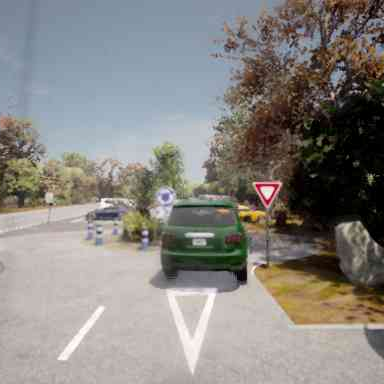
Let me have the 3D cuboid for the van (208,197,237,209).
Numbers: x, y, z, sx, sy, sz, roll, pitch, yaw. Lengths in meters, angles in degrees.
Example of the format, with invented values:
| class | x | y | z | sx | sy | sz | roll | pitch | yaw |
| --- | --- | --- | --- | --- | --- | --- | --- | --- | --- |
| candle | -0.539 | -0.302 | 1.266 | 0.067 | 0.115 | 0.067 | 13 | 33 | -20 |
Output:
| class | x | y | z | sx | sy | sz | roll | pitch | yaw |
| --- | --- | --- | --- | --- | --- | --- | --- | --- | --- |
| van | 4.855 | 1.738 | 53.544 | 4.442 | 1.987 | 1.878 | 0 | 0 | 0 |

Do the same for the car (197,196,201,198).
| class | x | y | z | sx | sy | sz | roll | pitch | yaw |
| --- | --- | --- | --- | --- | --- | --- | --- | --- | --- |
| car | -0.191 | 1.872 | 47.269 | 2.097 | 1.767 | 4.553 | 0 | 0 | -1 |

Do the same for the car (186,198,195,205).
| class | x | y | z | sx | sy | sz | roll | pitch | yaw |
| --- | --- | --- | --- | --- | --- | --- | --- | --- | --- |
| car | -0.316 | 1.991 | 72.579 | 1.837 | 1.490 | 4.892 | 0 | 0 | 0 |

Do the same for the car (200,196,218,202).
| class | x | y | z | sx | sy | sz | roll | pitch | yaw |
| --- | --- | --- | --- | --- | --- | --- | --- | --- | --- |
| car | 4.703 | 2.018 | 92.196 | 5.008 | 1.535 | 2.097 | 0 | 0 | 0 |

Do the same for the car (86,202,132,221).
| class | x | y | z | sx | sy | sz | roll | pitch | yaw |
| --- | --- | --- | --- | --- | --- | --- | --- | --- | --- |
| car | -8.356 | 2.113 | 34.023 | 4.792 | 1.488 | 2.163 | 0 | 0 | 0 |

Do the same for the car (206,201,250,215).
| class | x | y | z | sx | sy | sz | roll | pitch | yaw |
| --- | --- | --- | --- | --- | --- | --- | --- | --- | --- |
| car | 4.561 | 2.029 | 42.342 | 5.366 | 1.575 | 1.946 | 0 | 0 | 0 |

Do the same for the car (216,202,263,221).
| class | x | y | z | sx | sy | sz | roll | pitch | yaw |
| --- | --- | --- | --- | --- | --- | --- | --- | --- | --- |
| car | 4.784 | 1.958 | 34.156 | 4.553 | 1.767 | 2.185 | 0 | 0 | 0 |

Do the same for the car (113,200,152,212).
| class | x | y | z | sx | sy | sz | roll | pitch | yaw |
| --- | --- | --- | --- | --- | --- | --- | --- | --- | --- |
| car | -8.523 | 1.993 | 47.903 | 5.366 | 1.575 | 1.946 | 0 | 0 | 0 |

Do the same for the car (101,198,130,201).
| class | x | y | z | sx | sy | sz | roll | pitch | yaw |
| --- | --- | --- | --- | --- | --- | --- | --- | --- | --- |
| car | -8.303 | 1.797 | 39.573 | 5.566 | 2.045 | 2.435 | 0 | 0 | 0 |

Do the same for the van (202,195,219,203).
| class | x | y | z | sx | sy | sz | roll | pitch | yaw |
| --- | --- | --- | --- | --- | --- | --- | --- | --- | --- |
| van | 4.829 | 1.779 | 86.781 | 4.442 | 1.987 | 1.878 | 0 | 0 | 0 |

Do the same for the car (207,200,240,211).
| class | x | y | z | sx | sy | sz | roll | pitch | yaw |
| --- | --- | --- | --- | --- | --- | --- | --- | --- | --- |
| car | 4.712 | 2.009 | 50.651 | 4.792 | 1.488 | 2.163 | 0 | 0 | 0 |

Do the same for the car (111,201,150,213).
| class | x | y | z | sx | sy | sz | roll | pitch | yaw |
| --- | --- | --- | --- | --- | --- | --- | --- | --- | --- |
| car | -8.329 | 2.014 | 45.128 | 4.892 | 1.521 | 2.231 | 0 | 0 | 0 |

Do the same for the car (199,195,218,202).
| class | x | y | z | sx | sy | sz | roll | pitch | yaw |
| --- | --- | --- | --- | --- | --- | --- | --- | --- | --- |
| car | 4.678 | 1.774 | 95.091 | 5.566 | 2.045 | 2.435 | 0 | 0 | 0 |

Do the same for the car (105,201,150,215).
| class | x | y | z | sx | sy | sz | roll | pitch | yaw |
| --- | --- | --- | --- | --- | --- | --- | --- | --- | --- |
| car | -8.148 | 2.028 | 42.351 | 5.366 | 1.575 | 1.946 | 0 | 0 | 0 |

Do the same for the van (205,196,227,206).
| class | x | y | z | sx | sy | sz | roll | pitch | yaw |
| --- | --- | --- | --- | --- | --- | --- | --- | --- | --- |
| van | 4.844 | 1.732 | 67.264 | 4.442 | 1.987 | 1.878 | 0 | 0 | 0 |

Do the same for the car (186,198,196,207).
| class | x | y | z | sx | sy | sz | roll | pitch | yaw |
| --- | --- | --- | --- | --- | --- | --- | --- | --- | --- |
| car | -0.208 | 1.945 | 60.840 | 1.882 | 1.535 | 5.008 | 0 | 0 | 0 |

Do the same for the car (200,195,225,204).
| class | x | y | z | sx | sy | sz | roll | pitch | yaw |
| --- | --- | --- | --- | --- | --- | --- | --- | --- | --- |
| car | 4.693 | 1.727 | 75.574 | 5.566 | 2.045 | 2.435 | 0 | 0 | 0 |

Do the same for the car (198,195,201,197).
| class | x | y | z | sx | sy | sz | roll | pitch | yaw |
| --- | --- | --- | --- | --- | --- | --- | --- | --- | --- |
| car | 4.695 | 1.720 | 72.804 | 5.566 | 2.045 | 2.435 | 0 | 0 | 0 |

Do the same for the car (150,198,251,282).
| class | x | y | z | sx | sy | sz | roll | pitch | yaw |
| --- | --- | --- | --- | --- | --- | --- | --- | --- | --- |
| car | 0.621 | 1.290 | 10.193 | 2.150 | 2.045 | 5.566 | -1 | -1 | 10 |

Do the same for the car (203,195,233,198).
| class | x | y | z | sx | sy | sz | roll | pitch | yaw |
| --- | --- | --- | --- | --- | --- | --- | --- | --- | --- |
| car | 4.771 | 1.746 | 47.880 | 5.566 | 2.045 | 2.435 | 0 | 0 | 0 |
